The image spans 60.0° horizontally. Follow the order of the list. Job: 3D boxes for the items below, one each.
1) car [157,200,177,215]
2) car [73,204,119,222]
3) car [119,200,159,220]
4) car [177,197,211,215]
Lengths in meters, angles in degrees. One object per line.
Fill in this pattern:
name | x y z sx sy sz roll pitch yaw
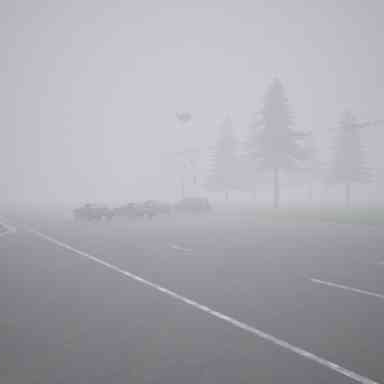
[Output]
car | -3.775 1.495 32.511 1.812 1.442 4.674 0 0 -37
car | -7.867 1.580 26.301 1.895 1.301 4.718 0 0 -37
car | -5.055 1.575 28.387 1.895 1.301 4.718 0 0 -37
car | -0.110 1.317 33.469 2.097 1.767 4.553 0 0 -37
